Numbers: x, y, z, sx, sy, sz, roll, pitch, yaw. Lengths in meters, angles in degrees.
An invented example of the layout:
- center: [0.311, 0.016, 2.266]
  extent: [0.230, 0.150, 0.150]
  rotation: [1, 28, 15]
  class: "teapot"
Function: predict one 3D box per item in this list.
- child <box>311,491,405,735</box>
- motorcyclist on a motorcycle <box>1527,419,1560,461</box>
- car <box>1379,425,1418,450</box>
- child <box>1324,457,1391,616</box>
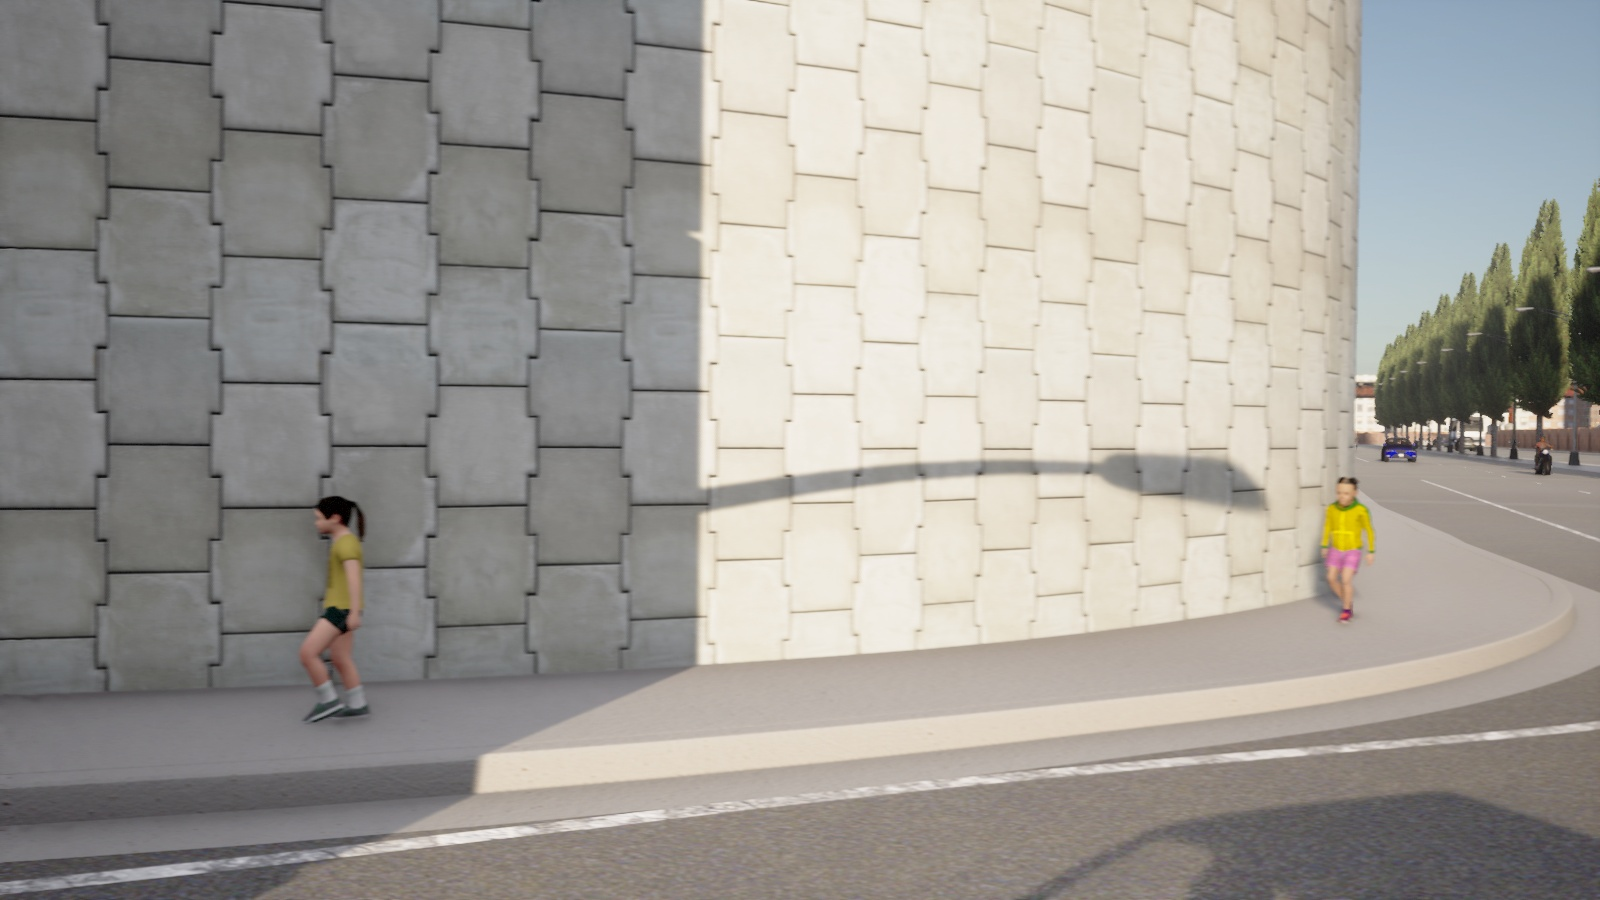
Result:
- center: [-2.105, 0.763, 5.997]
  extent: [0.394, 1.110, 0.255]
  rotation: [-1, 1, -18]
  class: "child"
- center: [30.303, -0.415, 51.215]
  extent: [0.766, 1.649, 2.350]
  rotation: [0, 2, 21]
  class: "motorcyclist on a motorcycle"
- center: [36.153, -0.785, 75.908]
  extent: [1.816, 1.474, 4.193]
  rotation: [0, 1, 21]
  class: "car"
- center: [4.218, 0.637, 9.500]
  extent: [0.473, 1.160, 0.299]
  rotation: [-1, 1, -43]
  class: "child"
